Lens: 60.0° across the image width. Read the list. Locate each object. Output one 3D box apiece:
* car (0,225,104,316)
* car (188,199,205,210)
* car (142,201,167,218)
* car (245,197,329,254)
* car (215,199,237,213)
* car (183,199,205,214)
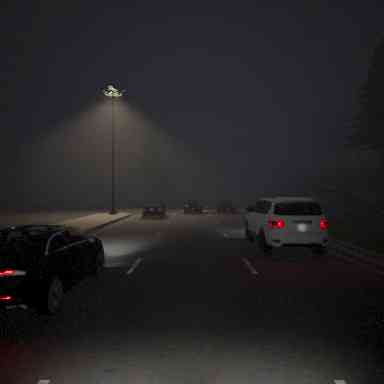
[{"bbox_3d":[-3.398,1.491,7.472,2.128,1.511,4.902,0,0,0],"label":"car"},{"bbox_3d":[0.650,1.601,44.542,1.895,1.301,4.718,0,0,6],"label":"car"},{"bbox_3d":[-3.389,1.547,30.543,2.033,1.411,5.357,0,0,0],"label":"car"},{"bbox_3d":[3.603,1.221,13.562,2.150,2.045,5.566,0,0,0],"label":"car"},{"bbox_3d":[3.668,1.526,36.587,1.812,1.442,4.674,0,0,1],"label":"car"},{"bbox_3d":[0.149,1.526,35.386,1.812,1.442,4.674,0,0,1],"label":"car"}]
